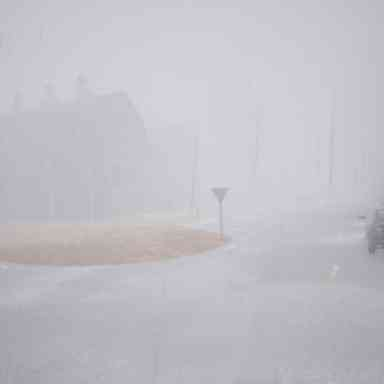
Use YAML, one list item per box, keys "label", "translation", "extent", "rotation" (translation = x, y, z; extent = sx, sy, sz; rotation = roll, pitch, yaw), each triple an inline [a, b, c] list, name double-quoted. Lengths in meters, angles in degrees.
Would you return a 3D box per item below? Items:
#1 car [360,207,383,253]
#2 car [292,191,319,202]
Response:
- label: "car"
  translation: [7.390, 1.284, 12.227]
  extent: [1.837, 1.490, 4.892]
  rotation: [-3, -1, 25]
- label: "car"
  translation: [20.547, 1.094, 61.282]
  extent: [4.181, 1.381, 1.994]
  rotation: [-3, -1, 25]
